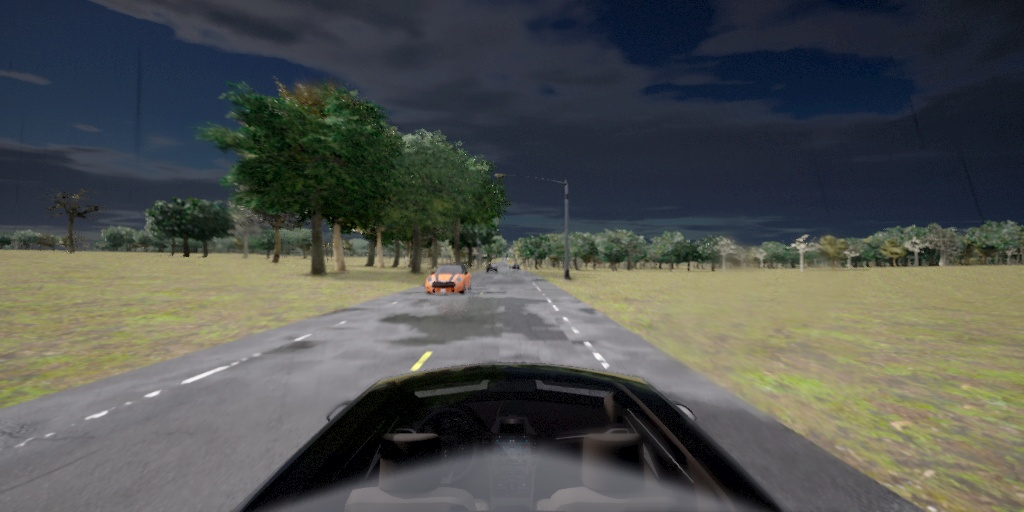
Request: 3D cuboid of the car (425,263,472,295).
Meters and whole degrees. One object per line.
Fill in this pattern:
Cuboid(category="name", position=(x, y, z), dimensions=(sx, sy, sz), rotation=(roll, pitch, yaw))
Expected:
Cuboid(category="car", position=(-3.586, 1.248, 20.963), dimensions=(2.097, 1.767, 4.553), rotation=(0, 0, 0))

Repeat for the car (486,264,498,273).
Cuboid(category="car", position=(-3.485, 2.064, 62.585), dimensions=(1.882, 1.535, 5.008), rotation=(0, -1, 1))
